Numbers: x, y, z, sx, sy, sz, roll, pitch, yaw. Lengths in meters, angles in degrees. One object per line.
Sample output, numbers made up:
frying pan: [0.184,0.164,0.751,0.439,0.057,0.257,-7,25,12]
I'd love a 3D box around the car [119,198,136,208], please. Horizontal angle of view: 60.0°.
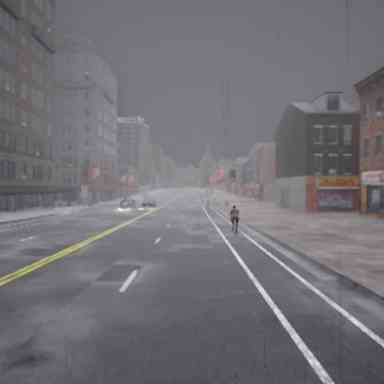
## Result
car: [-9.756,1.601,50.793,2.128,1.511,4.902,0,0,0]

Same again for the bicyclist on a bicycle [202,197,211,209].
bicyclist on a bicycle: [2.247,1.551,46.410,0.866,1.612,1.509,0,0,0]

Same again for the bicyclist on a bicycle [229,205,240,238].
bicyclist on a bicycle: [2.249,1.536,17.476,0.582,1.620,1.656,0,1,0]

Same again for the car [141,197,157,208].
car: [-6.506,1.582,50.794,1.882,1.535,5.008,0,0,0]

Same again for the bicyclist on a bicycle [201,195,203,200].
bicyclist on a bicycle: [2.243,1.292,75.763,0.659,1.776,1.843,0,2,0]
